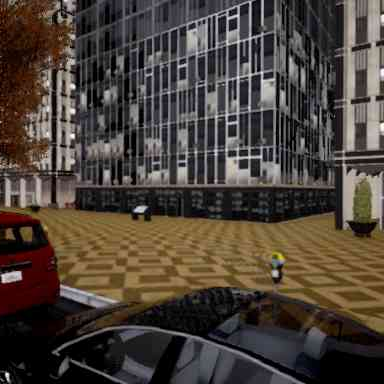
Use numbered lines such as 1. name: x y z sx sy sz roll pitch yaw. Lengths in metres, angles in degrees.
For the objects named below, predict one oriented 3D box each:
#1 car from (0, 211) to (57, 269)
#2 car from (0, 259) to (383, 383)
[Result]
1. car: -4.475 1.261 6.072 5.009 1.841 2.192 1 0 36
2. car: 0.020 1.554 2.864 4.313 1.339 1.947 1 0 36
